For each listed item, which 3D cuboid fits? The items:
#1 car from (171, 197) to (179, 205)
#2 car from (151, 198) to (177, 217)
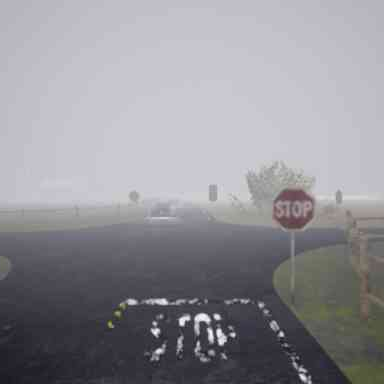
[{"bbox_3d":[-3.189,1.635,59.499,1.895,1.301,4.718,0,0,-2],"label":"car"},{"bbox_3d":[-2.711,1.603,31.404,1.994,1.385,4.181,0,1,0],"label":"car"}]
